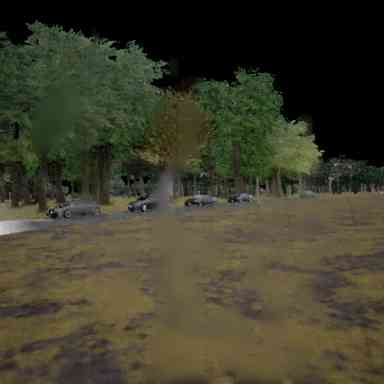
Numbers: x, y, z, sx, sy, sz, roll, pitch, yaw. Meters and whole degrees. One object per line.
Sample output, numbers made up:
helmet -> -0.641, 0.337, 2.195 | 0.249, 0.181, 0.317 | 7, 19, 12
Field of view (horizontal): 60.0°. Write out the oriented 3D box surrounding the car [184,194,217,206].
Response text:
car -> 1.197, 1.025, 41.827 | 2.033, 1.411, 5.357 | -3, -1, 35

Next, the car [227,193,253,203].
car -> 7.386, 0.867, 50.522 | 2.033, 1.411, 5.357 | -3, -1, 36

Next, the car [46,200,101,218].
car -> -9.454, 1.330, 26.739 | 1.994, 1.385, 4.181 | -3, -1, 36

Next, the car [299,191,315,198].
car -> 22.988, 0.449, 66.266 | 2.033, 1.411, 5.357 | -3, -1, 35

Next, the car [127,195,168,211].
car -> -4.467, 1.132, 33.824 | 1.837, 1.490, 4.892 | -3, -1, 35
